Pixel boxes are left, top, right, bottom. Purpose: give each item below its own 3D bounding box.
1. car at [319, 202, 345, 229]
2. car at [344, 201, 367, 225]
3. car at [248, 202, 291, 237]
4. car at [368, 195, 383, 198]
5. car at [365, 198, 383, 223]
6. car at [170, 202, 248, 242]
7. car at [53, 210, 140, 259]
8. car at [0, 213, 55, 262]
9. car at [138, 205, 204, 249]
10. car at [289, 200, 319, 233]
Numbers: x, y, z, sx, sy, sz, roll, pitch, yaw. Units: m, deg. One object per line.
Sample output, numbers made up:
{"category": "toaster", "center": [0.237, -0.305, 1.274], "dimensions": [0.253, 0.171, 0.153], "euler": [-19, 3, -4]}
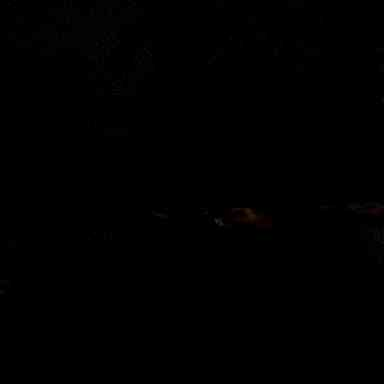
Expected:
{"category": "car", "center": [7.157, 1.535, 21.773], "dimensions": [4.674, 1.452, 2.002], "euler": [-1, -1, 32]}
{"category": "car", "center": [9.485, 1.533, 23.602], "dimensions": [4.674, 1.452, 2.002], "euler": [-1, -1, 32]}
{"category": "car", "center": [2.305, 1.498, 18.260], "dimensions": [5.366, 1.575, 1.946], "euler": [-1, 0, 33]}
{"category": "car", "center": [16.434, 1.361, 29.154], "dimensions": [4.553, 1.767, 2.185], "euler": [-1, -1, 31]}
{"category": "car", "center": [11.962, 1.485, 25.355], "dimensions": [5.366, 1.575, 1.946], "euler": [-1, -1, 32]}
{"category": "car", "center": [0.076, 1.375, 16.397], "dimensions": [4.553, 1.767, 2.185], "euler": [-1, -1, 33]}
{"category": "car", "center": [-4.625, 1.533, 12.831], "dimensions": [4.792, 1.488, 2.163], "euler": [-1, -1, 34]}
{"category": "car", "center": [-7.079, 1.536, 11.115], "dimensions": [4.792, 1.488, 2.163], "euler": [-1, 0, 34]}
{"category": "car", "center": [-2.268, 1.502, 14.596], "dimensions": [5.008, 1.535, 2.097], "euler": [-1, -1, 34]}
{"category": "car", "center": [4.838, 1.370, 19.944], "dimensions": [4.553, 1.767, 2.185], "euler": [-1, -1, 33]}
